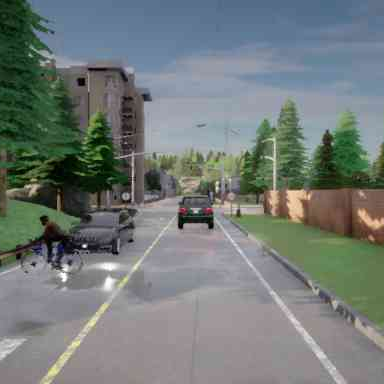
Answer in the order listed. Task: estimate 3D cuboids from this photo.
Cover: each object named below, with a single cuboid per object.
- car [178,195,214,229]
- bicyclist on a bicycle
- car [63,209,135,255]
[{"bbox_3d":[0.245,1.221,21.744,2.150,2.045,5.566,0,0,0],"label":"car"},{"bbox_3d":[-3.779,1.455,8.937,1.656,1.620,0.582,-2,0,0],"label":"bicyclist on a bicycle"},{"bbox_3d":[-3.503,1.503,13.350,1.837,1.490,4.892,0,1,1],"label":"car"}]
